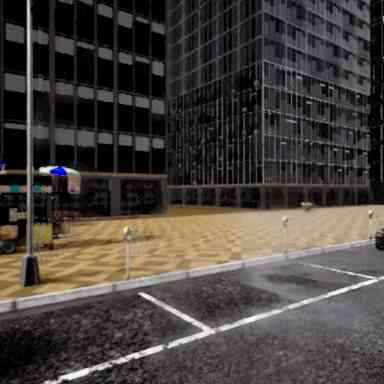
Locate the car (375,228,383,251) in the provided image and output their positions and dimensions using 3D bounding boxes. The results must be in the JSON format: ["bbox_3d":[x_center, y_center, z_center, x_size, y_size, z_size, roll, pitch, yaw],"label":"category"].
[{"bbox_3d":[8.829,1.537,12.856,4.313,1.339,1.947,0,0,-35],"label":"car"}]
